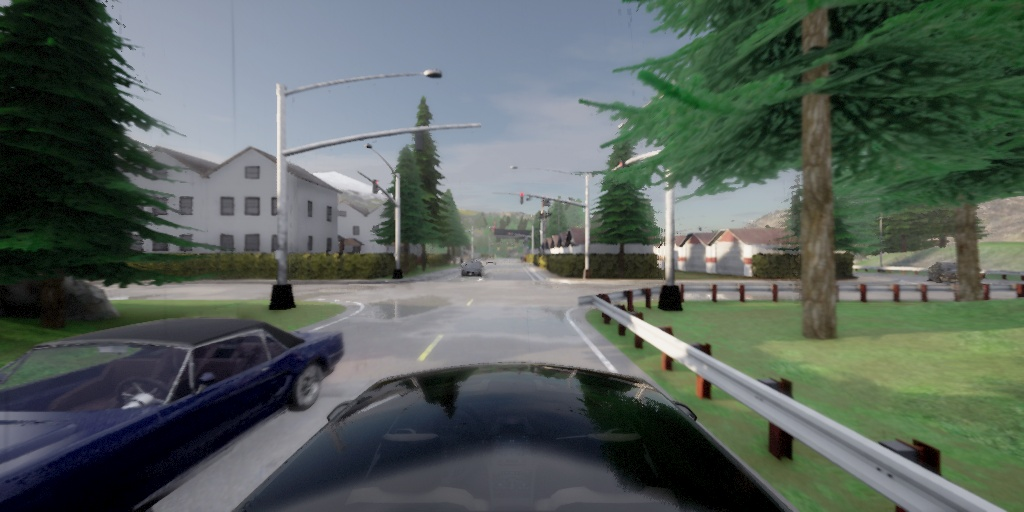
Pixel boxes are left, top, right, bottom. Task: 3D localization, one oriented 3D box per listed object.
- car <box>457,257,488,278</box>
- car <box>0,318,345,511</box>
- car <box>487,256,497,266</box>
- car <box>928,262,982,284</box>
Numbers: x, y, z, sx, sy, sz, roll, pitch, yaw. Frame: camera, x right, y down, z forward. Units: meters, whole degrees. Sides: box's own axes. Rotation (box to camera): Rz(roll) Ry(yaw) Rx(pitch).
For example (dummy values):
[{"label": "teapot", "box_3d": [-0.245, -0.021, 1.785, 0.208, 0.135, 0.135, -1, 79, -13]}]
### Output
[{"label": "car", "box_3d": [-3.490, 1.204, 32.476, 1.837, 1.490, 4.892, 0, 2, 0]}, {"label": "car", "box_3d": [-3.495, 1.368, 3.274, 1.895, 1.301, 4.718, 0, 0, 0]}, {"label": "car", "box_3d": [-3.480, 0.819, 59.845, 1.882, 1.535, 5.008, 0, 0, 0]}, {"label": "car", "box_3d": [30.465, 1.161, 24.775, 1.837, 1.490, 4.892, 4, 3, 42]}]
